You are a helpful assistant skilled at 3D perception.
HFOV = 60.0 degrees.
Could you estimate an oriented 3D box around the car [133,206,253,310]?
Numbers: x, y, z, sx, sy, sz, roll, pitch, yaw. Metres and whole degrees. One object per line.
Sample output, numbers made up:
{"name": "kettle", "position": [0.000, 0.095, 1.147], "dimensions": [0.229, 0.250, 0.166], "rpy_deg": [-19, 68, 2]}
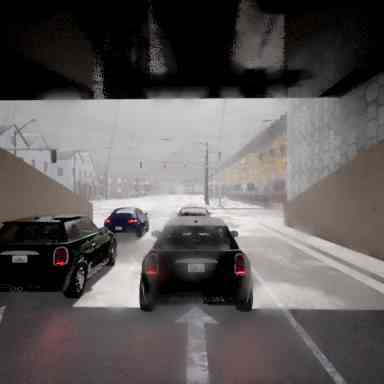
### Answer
{"name": "car", "position": [0.080, 1.352, 7.955], "dimensions": [2.097, 1.767, 4.553], "rpy_deg": [0, 0, 0]}

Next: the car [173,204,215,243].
{"name": "car", "position": [0.089, 1.478, 17.223], "dimensions": [1.882, 1.535, 5.008], "rpy_deg": [0, 0, 0]}

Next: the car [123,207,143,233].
{"name": "car", "position": [-3.411, 1.526, 17.769], "dimensions": [1.812, 1.442, 4.674], "rpy_deg": [0, 0, 0]}

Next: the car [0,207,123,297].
{"name": "car", "position": [-3.414, 1.352, 8.718], "dimensions": [2.097, 1.767, 4.553], "rpy_deg": [0, 0, 0]}
